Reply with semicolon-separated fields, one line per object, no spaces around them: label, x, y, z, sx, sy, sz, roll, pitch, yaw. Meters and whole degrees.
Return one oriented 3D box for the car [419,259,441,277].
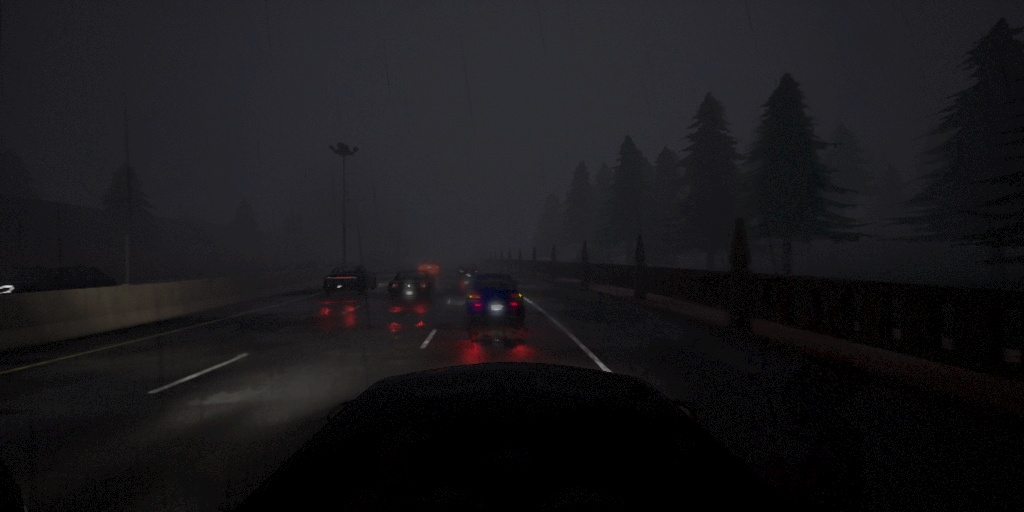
car;-8.345;1.132;36.429;2.097;1.767;4.553;0;0;-11

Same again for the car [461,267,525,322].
car;-0.665;1.277;12.333;1.812;1.442;4.674;0;0;-6

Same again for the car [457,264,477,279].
car;-4.005;1.365;32.489;1.895;1.301;4.718;0;0;-11

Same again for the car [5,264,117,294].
car;-18.664;1.173;14.180;2.097;1.767;4.553;0;0;-9

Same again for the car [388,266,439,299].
car;-4.961;1.369;18.345;1.895;1.301;4.718;0;0;-9

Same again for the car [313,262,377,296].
car;-8.782;1.274;19.804;2.128;1.511;4.902;0;0;-10

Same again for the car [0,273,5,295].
car;-7.006;0.999;1.388;2.150;2.045;5.566;0;0;0

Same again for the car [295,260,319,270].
car;-29.264;1.337;51.406;1.882;1.535;5.008;0;0;-11

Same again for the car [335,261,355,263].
car;-21.229;1.355;46.684;1.812;1.442;4.674;0;0;-11
